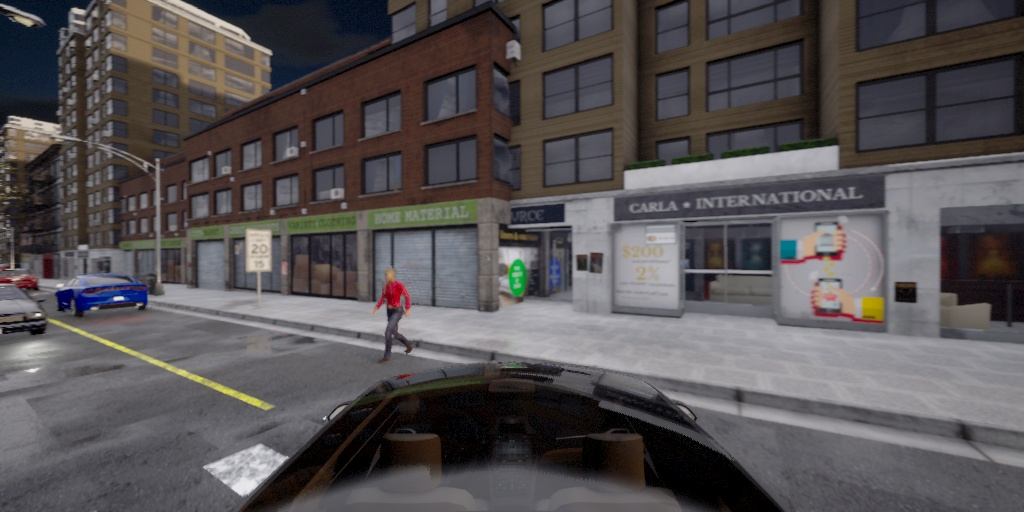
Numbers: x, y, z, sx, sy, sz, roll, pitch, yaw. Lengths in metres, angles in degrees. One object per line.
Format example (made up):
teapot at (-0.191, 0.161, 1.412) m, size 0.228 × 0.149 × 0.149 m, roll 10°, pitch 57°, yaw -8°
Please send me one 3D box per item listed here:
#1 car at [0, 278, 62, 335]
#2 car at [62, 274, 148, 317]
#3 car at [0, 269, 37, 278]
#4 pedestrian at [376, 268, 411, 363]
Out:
car at (-14.915, 1.507, 10.069) m, size 5.357 × 1.411 × 2.033 m, roll -1°, pitch 0°, yaw 31°
car at (-16.752, 1.475, 14.606) m, size 5.008 × 1.535 × 1.882 m, roll -1°, pitch 0°, yaw 31°
car at (-38.603, 1.797, 27.695) m, size 4.553 × 1.767 × 2.097 m, roll -1°, pitch 0°, yaw 31°
pedestrian at (-2.287, 1.063, 6.950) m, size 0.375 × 1.860 × 0.375 m, roll 0°, pitch 1°, yaw 31°
